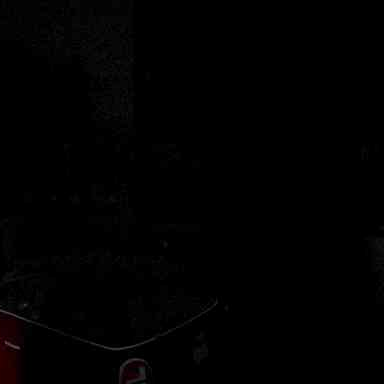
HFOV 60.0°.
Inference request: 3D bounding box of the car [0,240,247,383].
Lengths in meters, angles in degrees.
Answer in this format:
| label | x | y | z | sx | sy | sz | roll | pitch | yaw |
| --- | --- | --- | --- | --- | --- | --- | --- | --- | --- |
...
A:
| label | x | y | z | sx | sy | sz | roll | pitch | yaw |
| --- | --- | --- | --- | --- | --- | --- | --- | --- | --- |
| car | -1.519 | 1.440 | 4.027 | 4.097 | 1.590 | 1.967 | 0 | 0 | 35 |
